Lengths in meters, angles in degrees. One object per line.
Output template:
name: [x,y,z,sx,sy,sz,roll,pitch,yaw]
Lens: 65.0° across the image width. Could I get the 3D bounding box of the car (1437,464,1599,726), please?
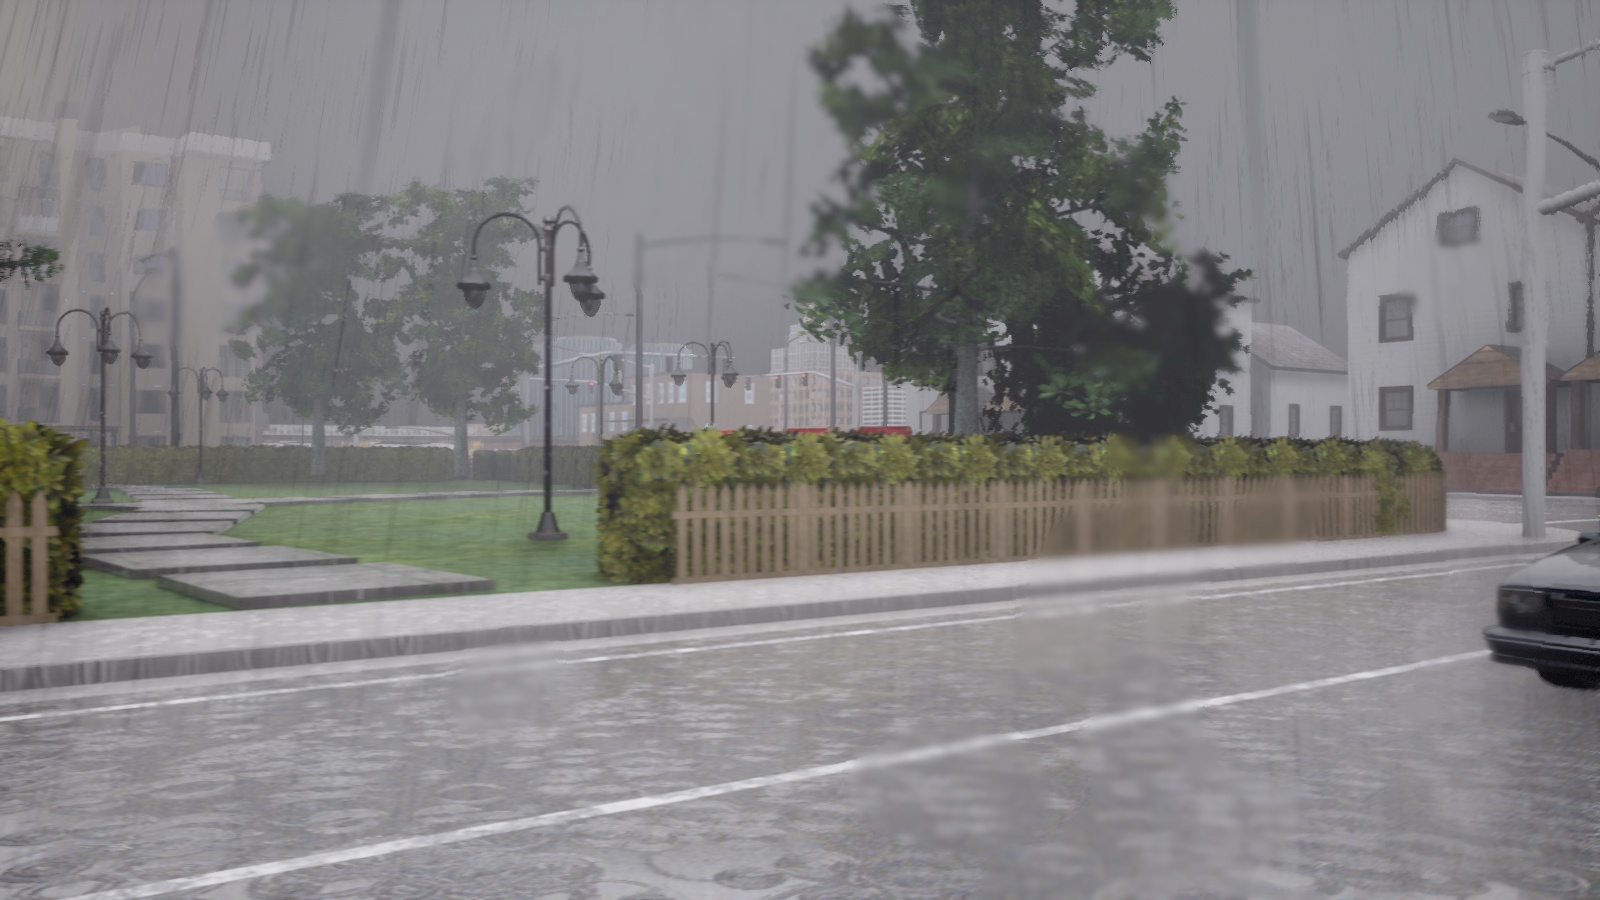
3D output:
car: [6.625,0.799,8.273,5.357,1.411,2.033,0,0,-35]
